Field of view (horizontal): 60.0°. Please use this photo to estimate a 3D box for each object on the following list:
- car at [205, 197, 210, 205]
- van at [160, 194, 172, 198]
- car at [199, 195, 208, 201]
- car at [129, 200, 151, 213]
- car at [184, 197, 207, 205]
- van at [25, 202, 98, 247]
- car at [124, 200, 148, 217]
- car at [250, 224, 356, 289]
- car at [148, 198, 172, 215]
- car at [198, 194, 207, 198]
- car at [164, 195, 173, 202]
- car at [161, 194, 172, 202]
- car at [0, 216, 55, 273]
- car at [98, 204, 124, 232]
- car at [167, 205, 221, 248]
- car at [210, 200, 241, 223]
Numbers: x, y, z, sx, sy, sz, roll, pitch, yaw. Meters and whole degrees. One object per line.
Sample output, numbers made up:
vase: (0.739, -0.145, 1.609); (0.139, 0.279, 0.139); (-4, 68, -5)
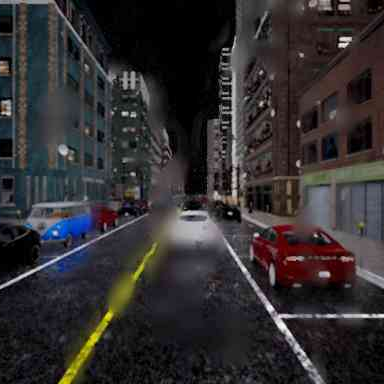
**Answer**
car: (2.708, 1.548, 36.624); (1.947, 1.339, 4.313); (0, 0, 0)
van: (-5.662, 1.323, 69.033); (1.690, 1.788, 3.998); (0, 0, 0)
car: (2.721, 1.424, 80.086); (1.967, 1.590, 4.097); (0, 0, 0)
car: (-5.673, 1.564, 36.639); (1.802, 1.307, 4.206); (0, 0, 0)
car: (0.078, 1.490, 28.555); (1.837, 1.490, 4.892); (0, 0, 0)
van: (-5.677, 1.332, 14.545); (1.690, 1.788, 3.998); (0, 0, 0)
car: (-5.675, 1.550, 31.115); (1.947, 1.339, 4.313); (0, 0, 0)
car: (2.701, 1.539, 9.006); (1.887, 1.381, 4.507); (0, 0, 0)
car: (-3.065, 1.547, 32.852); (1.994, 1.385, 4.181); (0, 0, 0)
car: (2.717, 1.564, 69.030); (1.802, 1.307, 4.206); (0, 0, 0)
car: (-5.661, 1.529, 80.089); (1.887, 1.381, 4.507); (0, 0, 0)
car: (-5.661, 1.298, 74.561); (2.192, 1.841, 5.009); (0, 0, 0)
car: (-5.681, 1.560, 9.021); (1.947, 1.339, 4.313); (0, 0, 0)
car: (-5.677, 1.533, 20.068); (1.887, 1.381, 4.507); (0, 0, 0)
car: (0.080, 1.517, 14.527); (1.812, 1.442, 4.674); (0, 0, 0)
car: (2.705, 1.552, 25.577); (1.947, 1.339, 4.313); (0, 0, 0)
